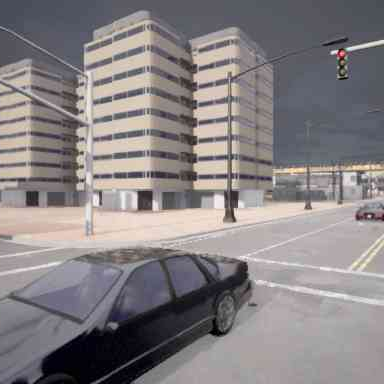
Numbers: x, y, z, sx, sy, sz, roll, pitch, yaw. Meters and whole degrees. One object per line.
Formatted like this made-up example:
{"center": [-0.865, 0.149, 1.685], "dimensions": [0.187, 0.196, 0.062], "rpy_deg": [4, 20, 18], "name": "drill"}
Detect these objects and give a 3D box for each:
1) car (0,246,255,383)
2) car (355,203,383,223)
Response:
{"center": [-0.959, 1.549, 4.630], "dimensions": [2.033, 1.411, 5.357], "rpy_deg": [0, 0, 35], "name": "car"}
{"center": [14.010, 1.568, 25.776], "dimensions": [1.994, 1.385, 4.181], "rpy_deg": [0, 0, 35], "name": "car"}
